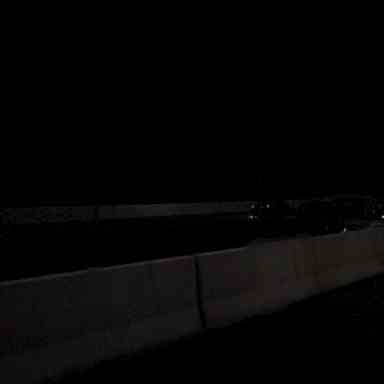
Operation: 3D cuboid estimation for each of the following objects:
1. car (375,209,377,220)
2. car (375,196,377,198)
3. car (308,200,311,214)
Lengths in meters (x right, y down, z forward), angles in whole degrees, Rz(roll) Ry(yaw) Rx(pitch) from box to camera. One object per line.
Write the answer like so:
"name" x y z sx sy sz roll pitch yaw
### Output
"car" 16.718 1.646 27.964 1.895 1.301 4.718 0 0 44
"car" 37.469 1.398 66.797 2.097 1.767 4.553 0 0 30
"car" 12.542 1.547 33.743 2.128 1.511 4.902 0 0 44
